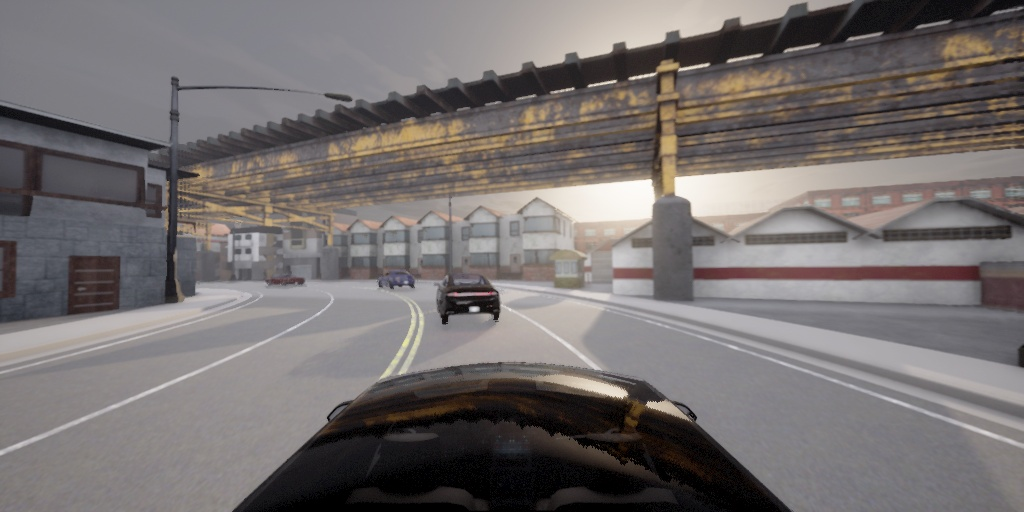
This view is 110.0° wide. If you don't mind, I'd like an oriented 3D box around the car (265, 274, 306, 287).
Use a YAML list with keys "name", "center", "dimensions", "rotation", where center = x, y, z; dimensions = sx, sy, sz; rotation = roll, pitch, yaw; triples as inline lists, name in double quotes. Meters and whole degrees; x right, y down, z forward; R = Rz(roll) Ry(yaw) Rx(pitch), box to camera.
- name: "car"
  center: [-23.257, 2.464, 36.834]
  dimensions: [4.718, 1.301, 1.895]
  rotation: [-2, -2, 33]

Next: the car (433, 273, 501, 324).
- name: "car"
  center: [-1.662, 1.353, 12.608]
  dimensions: [2.128, 1.511, 4.902]
  rotation: [0, -1, -14]

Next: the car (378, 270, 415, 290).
- name: "car"
  center: [-9.100, 1.832, 28.162]
  dimensions: [1.812, 1.442, 4.674]
  rotation: [1, -2, -35]
